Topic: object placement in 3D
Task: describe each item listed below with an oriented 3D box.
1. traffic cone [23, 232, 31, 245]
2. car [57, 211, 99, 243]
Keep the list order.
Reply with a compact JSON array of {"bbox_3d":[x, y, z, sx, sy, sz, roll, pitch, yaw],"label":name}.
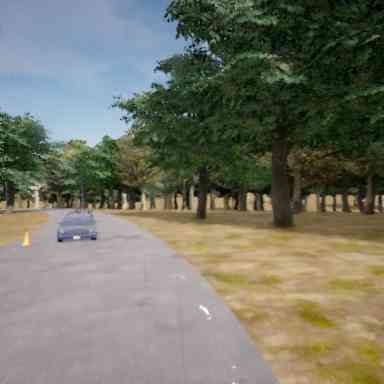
[{"bbox_3d":[-7.710,2.163,15.520,0.340,0.580,0.340,-1,-1,-15],"label":"traffic cone"},{"bbox_3d":[-6.036,1.754,17.852,2.033,1.411,5.357,-1,-1,-16],"label":"car"}]
